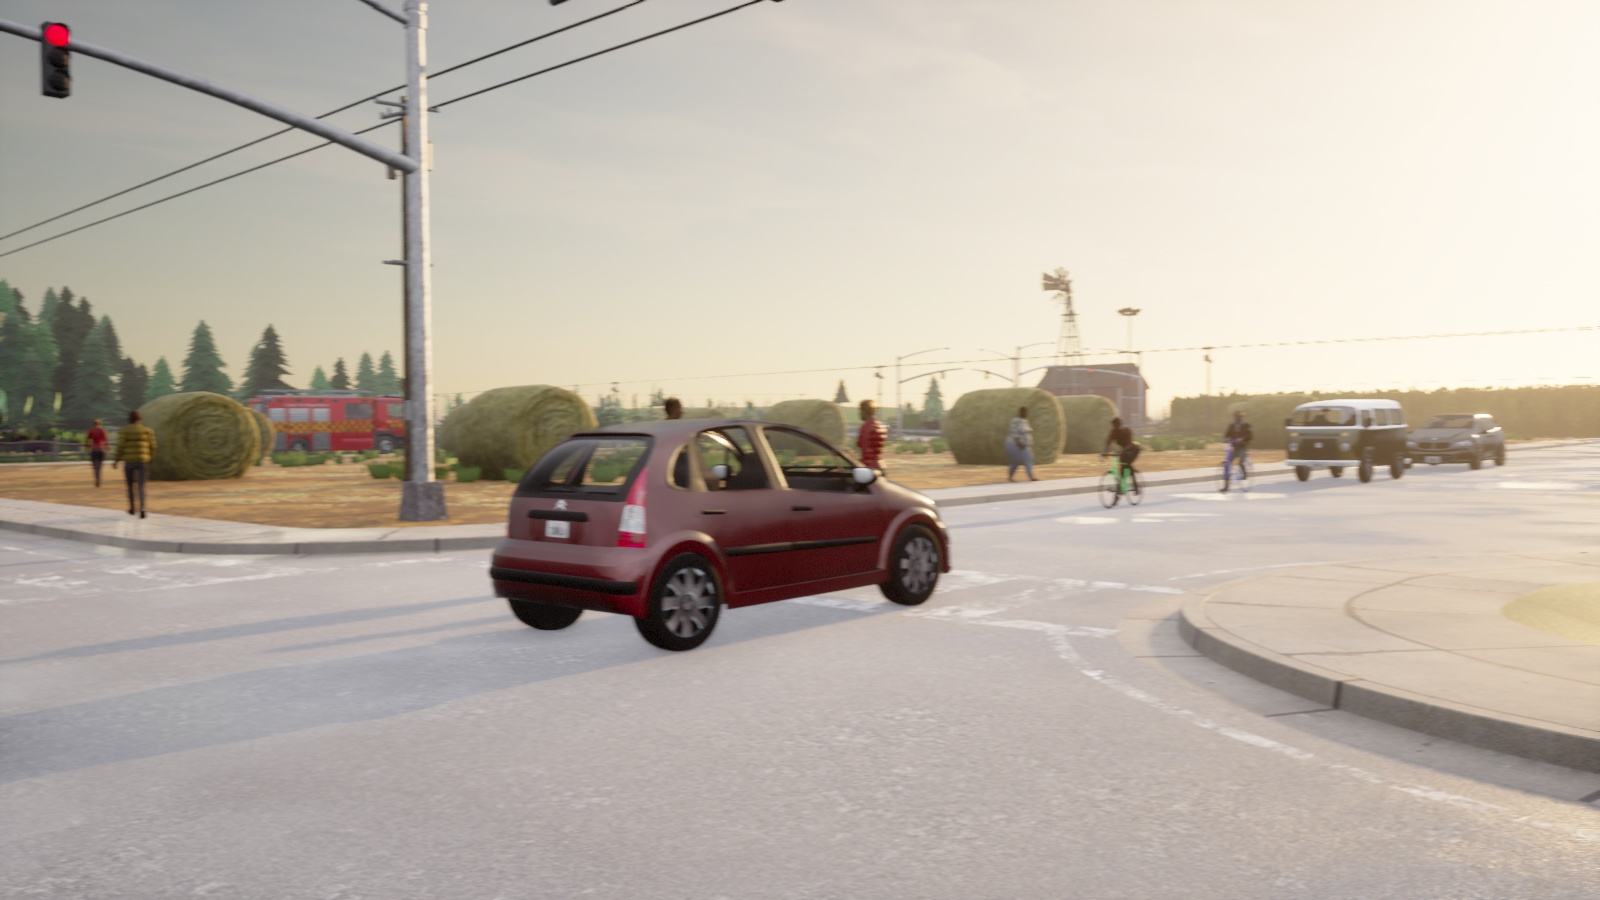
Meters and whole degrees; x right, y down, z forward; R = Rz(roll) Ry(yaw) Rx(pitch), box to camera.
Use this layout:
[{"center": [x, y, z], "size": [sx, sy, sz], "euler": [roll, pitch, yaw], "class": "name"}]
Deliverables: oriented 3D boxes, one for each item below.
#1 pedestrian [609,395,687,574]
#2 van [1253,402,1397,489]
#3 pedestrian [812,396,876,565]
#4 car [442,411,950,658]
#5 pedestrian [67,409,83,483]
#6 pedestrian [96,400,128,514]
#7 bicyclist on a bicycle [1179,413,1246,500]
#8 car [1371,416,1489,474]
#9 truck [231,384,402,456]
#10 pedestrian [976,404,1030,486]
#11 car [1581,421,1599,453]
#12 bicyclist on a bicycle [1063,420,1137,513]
[{"center": [-1.604, 0.349, 13.270], "size": [0.703, 1.840, 0.431], "euler": [-1, 1, -28], "class": "pedestrian"}, {"center": [13.360, -0.152, 31.817], "size": [2.069, 2.038, 4.480], "euler": [1, 2, 41], "class": "van"}, {"center": [0.486, 0.326, 14.014], "size": [0.636, 1.846, 0.331], "euler": [1, 1, 38], "class": "pedestrian"}, {"center": [-0.670, 0.503, 10.310], "size": [1.851, 1.617, 3.988], "euler": [1, 2, 41], "class": "car"}, {"center": [-18.330, -0.102, 31.752], "size": [0.331, 1.846, 0.636], "euler": [-1, 1, -31], "class": "pedestrian"}, {"center": [-11.375, 0.107, 20.752], "size": [0.370, 1.835, 0.726], "euler": [-1, 1, -35], "class": "pedestrian"}, {"center": [8.697, 0.118, 26.445], "size": [0.659, 1.776, 1.843], "euler": [1, 1, 41], "class": "bicyclist on a bicycle"}, {"center": [19.640, -0.210, 39.064], "size": [2.242, 1.667, 4.611], "euler": [0, 2, 41], "class": "car"}, {"center": [-27.109, -1.673, 70.764], "size": [2.891, 3.827, 8.468], "euler": [1, 2, 45], "class": "truck"}, {"center": [4.708, -0.129, 29.136], "size": [0.900, 1.855, 0.874], "euler": [1, 2, 43], "class": "pedestrian"}, {"center": [41.612, -0.686, 64.374], "size": [1.801, 1.575, 5.366], "euler": [1, 2, 41], "class": "car"}, {"center": [5.436, 0.279, 22.691], "size": [0.582, 1.620, 1.656], "euler": [0, 1, 41], "class": "bicyclist on a bicycle"}]
